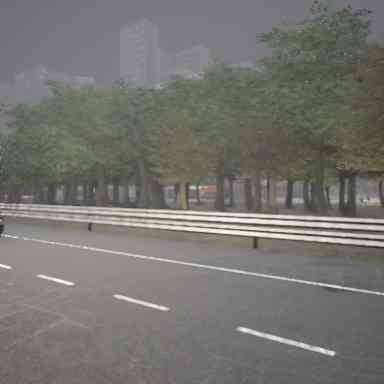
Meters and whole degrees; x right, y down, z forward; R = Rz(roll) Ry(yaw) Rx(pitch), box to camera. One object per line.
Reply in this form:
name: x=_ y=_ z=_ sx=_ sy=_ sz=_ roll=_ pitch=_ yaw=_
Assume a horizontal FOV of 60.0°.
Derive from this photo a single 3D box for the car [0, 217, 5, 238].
car: x=-10.845 y=1.493 z=15.924 sx=4.902 sy=1.511 sz=2.128 roll=0 pitch=0 yaw=36
